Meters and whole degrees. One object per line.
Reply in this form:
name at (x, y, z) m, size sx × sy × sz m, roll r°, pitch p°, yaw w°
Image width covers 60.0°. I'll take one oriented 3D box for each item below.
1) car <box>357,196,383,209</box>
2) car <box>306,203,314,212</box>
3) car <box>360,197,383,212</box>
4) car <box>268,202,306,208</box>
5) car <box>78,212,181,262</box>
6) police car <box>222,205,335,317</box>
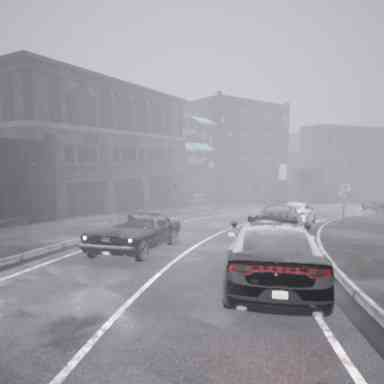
car at (25.094, 1.429, 45.440) m, size 4.892 × 1.490 × 1.837 m, roll 2°, pitch 3°, yaw -26°
car at (6.859, 1.377, 21.753) m, size 1.812 × 1.442 × 4.674 m, roll 3°, pitch 1°, yaw 28°
car at (22.137, 1.570, 39.580) m, size 4.902 × 1.511 × 2.128 m, roll 2°, pitch 4°, yaw -33°
car at (4.436, 1.368, 16.609) m, size 1.837 × 1.490 × 4.892 m, roll 2°, pitch 1°, yaw 22°
car at (-1.906, 1.410, 11.623) m, size 1.895 × 1.301 × 4.718 m, roll 1°, pitch 1°, yaw 15°
police car at (1.816, 1.350, 7.632) m, size 1.930 × 1.638 × 5.238 m, roll 1°, pitch 1°, yaw 10°
